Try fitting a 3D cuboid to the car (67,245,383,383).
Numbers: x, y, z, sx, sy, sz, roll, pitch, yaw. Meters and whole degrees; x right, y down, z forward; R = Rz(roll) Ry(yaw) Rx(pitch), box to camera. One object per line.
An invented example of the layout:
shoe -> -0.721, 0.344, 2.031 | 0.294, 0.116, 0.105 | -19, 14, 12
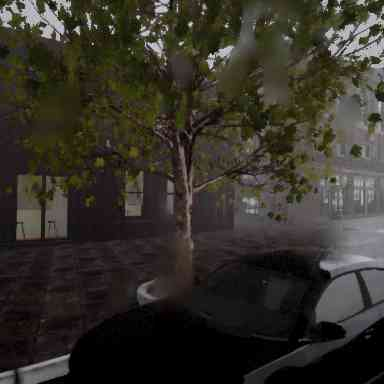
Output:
car -> 1.149, 1.478, 3.933 | 5.008, 1.535, 1.882 | 0, 0, -36
